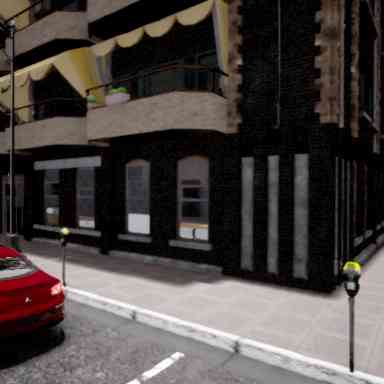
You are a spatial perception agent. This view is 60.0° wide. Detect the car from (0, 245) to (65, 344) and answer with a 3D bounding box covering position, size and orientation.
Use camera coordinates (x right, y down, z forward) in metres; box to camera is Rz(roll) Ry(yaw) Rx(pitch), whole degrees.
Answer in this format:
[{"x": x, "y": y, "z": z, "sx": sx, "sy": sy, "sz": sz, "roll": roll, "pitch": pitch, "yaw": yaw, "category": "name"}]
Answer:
[{"x": -3.839, "y": 1.535, "z": 5.615, "sx": 4.206, "sy": 1.307, "sz": 1.802, "roll": 1, "pitch": 0, "yaw": 36, "category": "car"}]
